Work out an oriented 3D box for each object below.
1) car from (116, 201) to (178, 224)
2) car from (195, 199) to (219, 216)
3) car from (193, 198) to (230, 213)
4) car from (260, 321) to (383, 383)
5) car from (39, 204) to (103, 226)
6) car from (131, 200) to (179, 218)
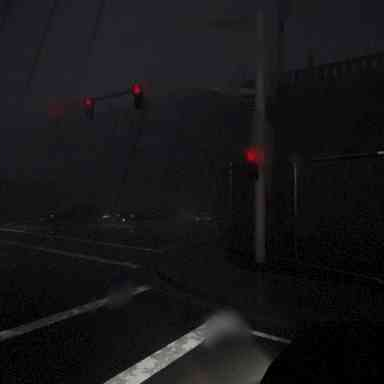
[{"bbox_3d":[-3.306,1.603,25.785,2.033,1.411,5.357,0,0,35],"label":"car"},{"bbox_3d":[2.527,1.603,33.997,2.033,1.411,5.357,0,0,35],"label":"car"},{"bbox_3d":[2.357,1.547,39.798,2.128,1.511,4.902,0,0,35],"label":"car"},{"bbox_3d":[3.041,1.547,1.799,5.357,1.411,2.033,0,0,36],"label":"car"},{"bbox_3d":[-8.708,1.581,24.258,1.812,1.442,4.674,0,0,37],"label":"car"},{"bbox_3d":[-3.421,1.581,31.659,1.812,1.442,4.674,0,0,36],"label":"car"}]
